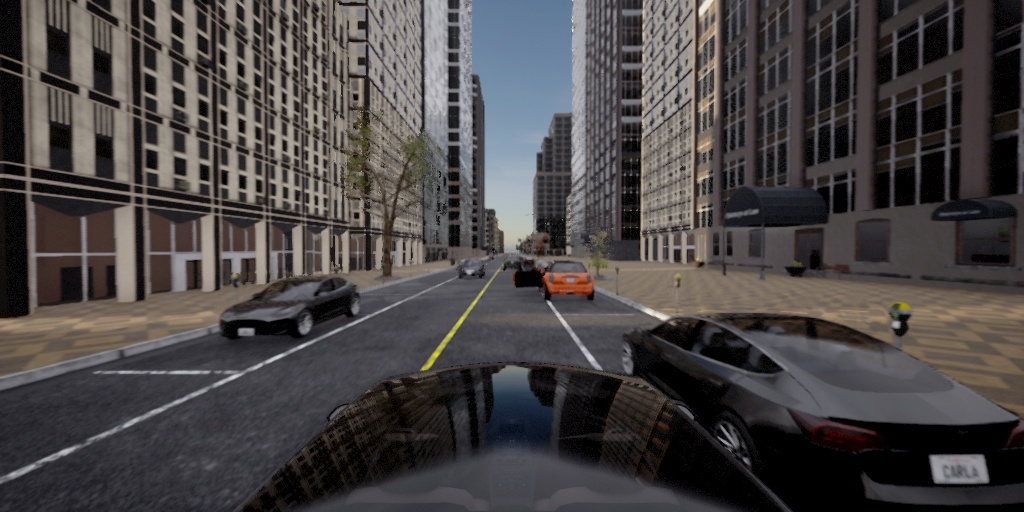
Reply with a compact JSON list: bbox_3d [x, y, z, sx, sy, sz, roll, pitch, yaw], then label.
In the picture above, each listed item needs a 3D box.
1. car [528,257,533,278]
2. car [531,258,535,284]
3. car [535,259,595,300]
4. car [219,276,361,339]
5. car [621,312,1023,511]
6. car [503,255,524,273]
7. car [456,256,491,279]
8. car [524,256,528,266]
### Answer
[{"bbox_3d":[2.672,0.984,32.618,1.751,1.417,4.829,0,0,0],"label":"car"},{"bbox_3d":[2.675,1.058,26.806,1.888,1.381,4.507,0,0,0],"label":"car"},{"bbox_3d":[2.380,0.961,16.745,2.097,1.767,4.553,0,1,0],"label":"car"},{"bbox_3d":[-5.698,1.239,9.872,1.948,1.339,4.313,0,0,0],"label":"car"},{"bbox_3d":[2.686,1.292,4.235,1.948,1.339,4.313,0,0,0],"label":"car"},{"bbox_3d":[0.041,0.712,42.623,2.097,1.767,4.553,0,0,0],"label":"car"},{"bbox_3d":[-3.102,0.986,28.643,2.128,1.511,4.902,0,1,0],"label":"car"},{"bbox_3d":[2.661,0.786,55.019,1.888,1.381,4.507,0,0,0],"label":"car"}]
